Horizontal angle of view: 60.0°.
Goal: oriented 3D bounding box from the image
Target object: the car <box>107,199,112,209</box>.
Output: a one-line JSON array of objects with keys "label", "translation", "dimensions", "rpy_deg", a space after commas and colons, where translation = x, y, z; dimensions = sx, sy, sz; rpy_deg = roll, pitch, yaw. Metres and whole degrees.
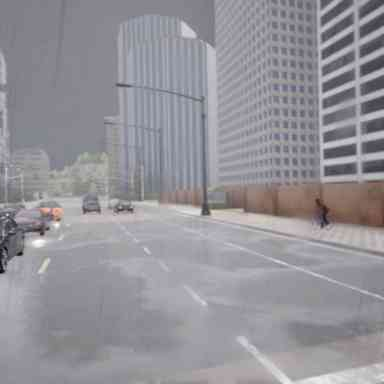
[{"label": "car", "translation": [-11.163, 1.721, 48.492], "dimensions": [1.812, 1.442, 4.674], "rpy_deg": [-1, 0, -17]}]

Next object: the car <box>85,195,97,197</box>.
[{"label": "car", "translation": [-14.520, 1.490, 47.777], "dimensions": [2.150, 2.045, 5.566], "rpy_deg": [-1, 0, -18]}]

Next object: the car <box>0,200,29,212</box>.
[{"label": "car", "translation": [-16.971, 1.843, 31.778], "dimensions": [1.837, 1.490, 4.892], "rpy_deg": [-1, 0, -17]}]

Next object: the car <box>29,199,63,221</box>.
[{"label": "car", "translation": [-12.349, 1.592, 28.707], "dimensions": [2.097, 1.767, 4.553], "rpy_deg": [-1, 0, -17]}]

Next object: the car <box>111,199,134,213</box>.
[{"label": "car", "translation": [-7.944, 1.736, 38.607], "dimensions": [1.895, 1.301, 4.718], "rpy_deg": [-1, 0, -18]}]

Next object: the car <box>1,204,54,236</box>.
[{"label": "car", "translation": [-9.454, 1.711, 19.524], "dimensions": [1.812, 1.442, 4.674], "rpy_deg": [-1, 0, -18]}]

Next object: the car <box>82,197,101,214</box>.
[{"label": "car", "translation": [-11.474, 1.703, 38.161], "dimensions": [2.128, 1.511, 4.902], "rpy_deg": [-1, 0, -18]}]

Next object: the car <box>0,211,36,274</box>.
[{"label": "car", "translation": [-6.694, 1.626, 10.773], "dimensions": [2.128, 1.511, 4.902], "rpy_deg": [-1, 0, -18]}]

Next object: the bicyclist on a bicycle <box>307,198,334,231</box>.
[{"label": "bicyclist on a bicycle", "translation": [6.537, 1.143, 16.941], "dimensions": [1.656, 1.620, 0.582], "rpy_deg": [-2, 0, -18]}]
